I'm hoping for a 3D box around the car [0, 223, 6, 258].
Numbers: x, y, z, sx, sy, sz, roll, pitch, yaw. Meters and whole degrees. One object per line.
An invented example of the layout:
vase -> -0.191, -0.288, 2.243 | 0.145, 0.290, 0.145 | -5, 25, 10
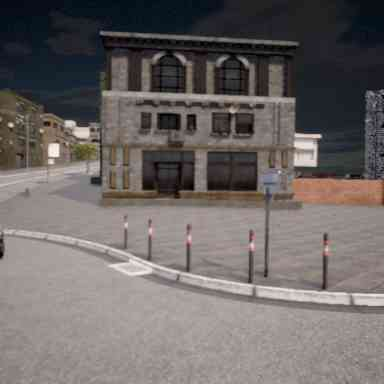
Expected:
car -> -7.489, 1.030, 9.926 | 4.553, 1.767, 2.097 | 2, 2, 39
